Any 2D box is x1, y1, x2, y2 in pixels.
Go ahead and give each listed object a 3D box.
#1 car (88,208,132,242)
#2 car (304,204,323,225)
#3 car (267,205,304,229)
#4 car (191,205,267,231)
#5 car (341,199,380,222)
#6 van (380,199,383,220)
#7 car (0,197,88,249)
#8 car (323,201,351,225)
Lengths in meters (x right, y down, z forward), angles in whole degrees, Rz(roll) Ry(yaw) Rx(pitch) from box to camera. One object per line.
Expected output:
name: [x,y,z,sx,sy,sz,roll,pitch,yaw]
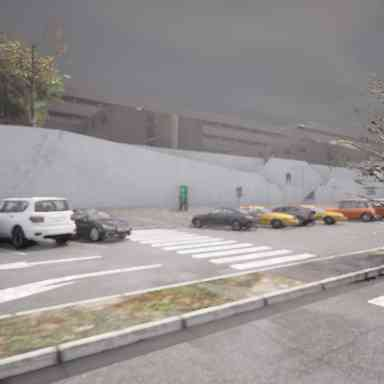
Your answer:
car: [-5.133,1.547,16.672,4.892,1.521,2.231,-1,-1,34]
car: [6.982,1.757,25.333,4.792,1.488,2.163,-1,-1,34]
car: [4.734,1.681,23.485,5.366,1.575,1.946,-1,-2,34]
car: [2.153,1.687,21.851,4.674,1.452,2.002,-1,-1,34]
car: [14.318,1.723,30.499,4.553,1.767,2.185,-1,-1,34]
van: [16.829,1.657,32.194,4.442,1.987,1.878,-1,-2,34]
car: [-7.586,1.265,14.947,5.566,2.045,2.435,-1,-1,34]
car: [9.591,1.765,26.948,5.366,1.575,1.946,-1,-2,35]
